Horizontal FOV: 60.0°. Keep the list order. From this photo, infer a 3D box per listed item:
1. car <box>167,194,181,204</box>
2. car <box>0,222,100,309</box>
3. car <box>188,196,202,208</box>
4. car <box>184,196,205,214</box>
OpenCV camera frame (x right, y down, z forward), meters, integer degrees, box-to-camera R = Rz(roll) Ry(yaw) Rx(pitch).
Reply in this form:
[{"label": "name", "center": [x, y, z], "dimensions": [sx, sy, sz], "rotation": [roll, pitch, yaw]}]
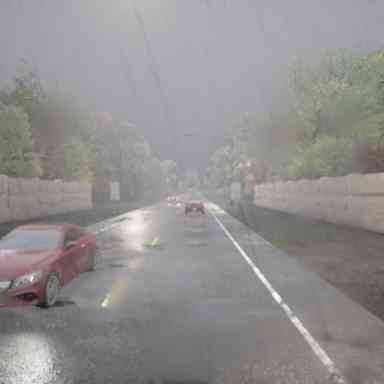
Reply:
[{"label": "car", "center": [-3.110, 1.072, 57.507], "dimensions": [2.097, 1.767, 4.553], "rotation": [0, 0, 1]}, {"label": "car", "center": [-3.545, 1.488, 7.906], "dimensions": [1.812, 1.442, 4.674], "rotation": [0, 0, 0]}, {"label": "car", "center": [0.395, 1.296, 45.937], "dimensions": [1.837, 1.490, 4.892], "rotation": [0, 0, 1]}, {"label": "car", "center": [0.243, 1.374, 32.507], "dimensions": [1.812, 1.442, 4.674], "rotation": [-1, 0, 1]}]
